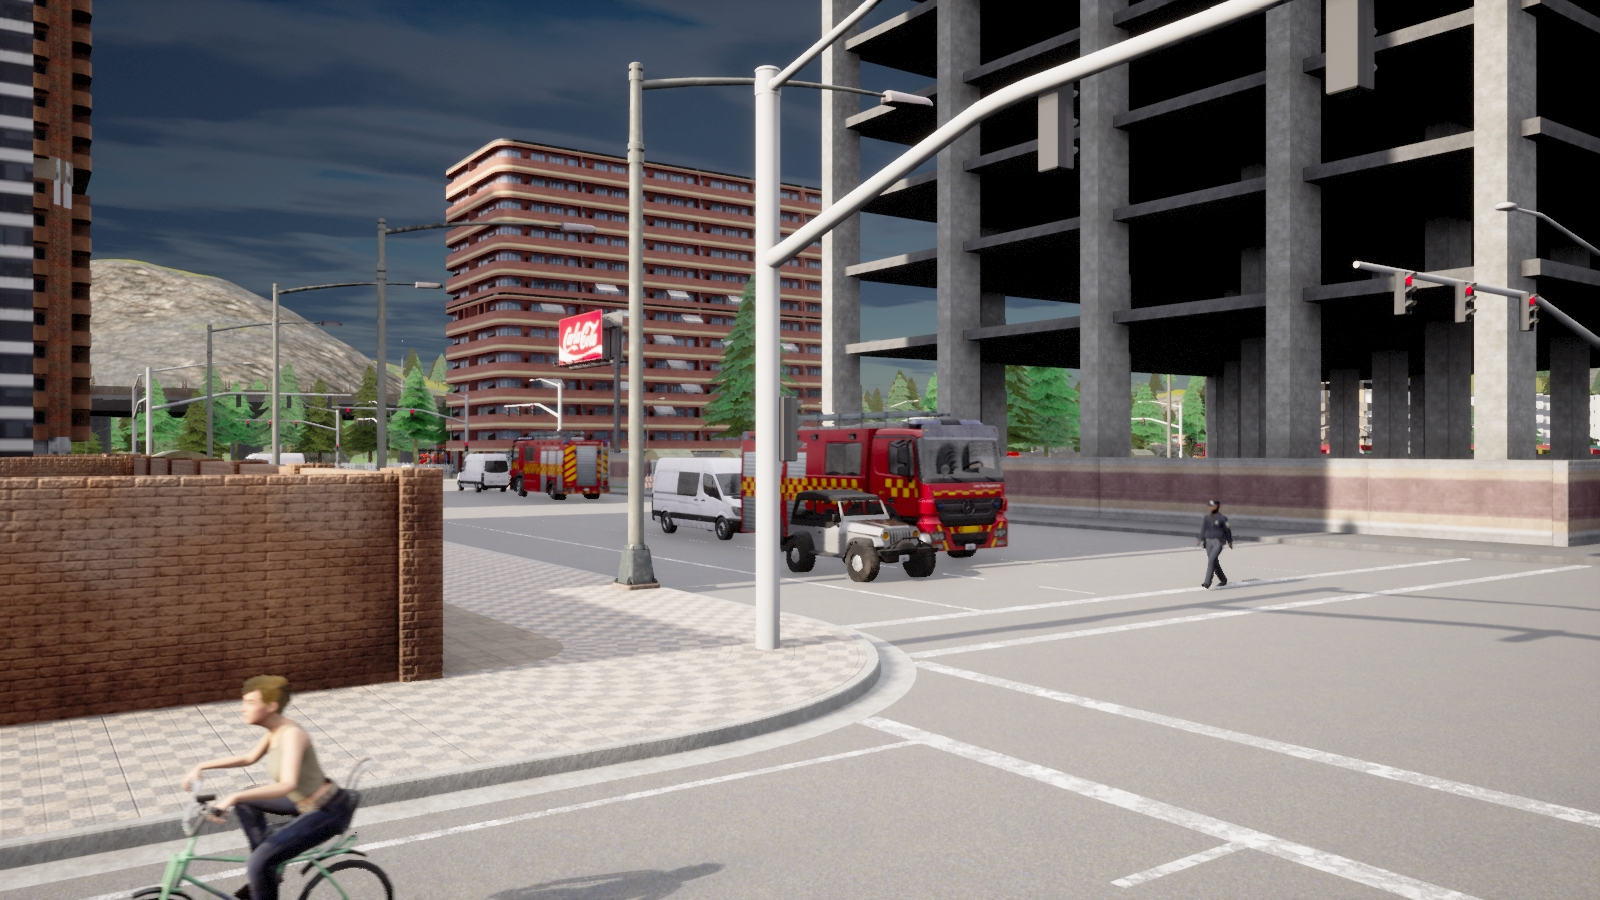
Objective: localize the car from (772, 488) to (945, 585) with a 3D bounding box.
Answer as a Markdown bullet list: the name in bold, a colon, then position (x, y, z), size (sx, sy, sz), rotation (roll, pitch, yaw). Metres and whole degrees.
- **car**: position (1.236, 1.857, 25.694), size (1.905, 1.878, 3.866), rotation (0, 0, -35)

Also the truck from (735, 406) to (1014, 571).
- **truck**: position (1.676, 0.890, 30.766), size (2.891, 3.827, 8.468), rotation (0, 0, -35)

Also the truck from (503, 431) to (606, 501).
- **truck**: position (-14.446, 0.889, 66.605), size (2.891, 3.827, 8.468), rotation (0, 0, -34)

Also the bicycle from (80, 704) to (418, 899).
- **bicycle**: position (-2.904, 2.158, 6.042), size (1.487, 1.276, 0.859), rotation (0, 0, -35)

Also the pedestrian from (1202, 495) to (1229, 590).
- **pedestrian**: position (8.359, 1.847, 22.974), size (0.375, 1.860, 0.375), rotation (0, 0, -44)

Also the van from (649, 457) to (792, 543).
- **van**: position (-2.744, 1.534, 37.625), size (1.988, 2.561, 5.915), rotation (0, 0, -34)
